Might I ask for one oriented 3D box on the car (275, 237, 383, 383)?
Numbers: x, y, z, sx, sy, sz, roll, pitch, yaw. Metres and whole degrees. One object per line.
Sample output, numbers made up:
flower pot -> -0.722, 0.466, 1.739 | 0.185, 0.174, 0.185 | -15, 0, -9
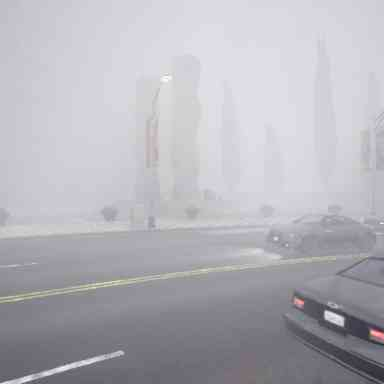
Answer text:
car -> 3.935, 1.546, 5.039 | 5.357, 1.411, 2.033 | 0, 0, -26

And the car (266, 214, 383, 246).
car -> 5.038, 1.561, 13.061 | 4.181, 1.385, 1.994 | 0, 0, -18
